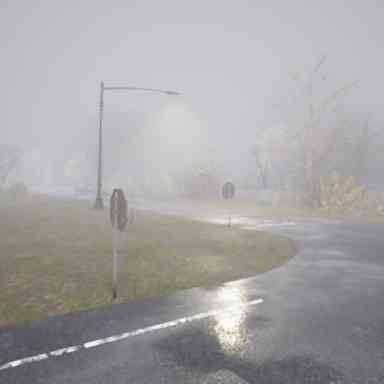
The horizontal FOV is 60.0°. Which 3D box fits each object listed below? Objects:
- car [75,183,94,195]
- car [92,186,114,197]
[{"bbox_3d":[-18.935,-0.595,58.962,2.150,2.045,5.566,1,1,-36],"label":"car"},{"bbox_3d":[-13.120,0.106,50.837,1.895,1.301,4.718,1,1,-36],"label":"car"}]
